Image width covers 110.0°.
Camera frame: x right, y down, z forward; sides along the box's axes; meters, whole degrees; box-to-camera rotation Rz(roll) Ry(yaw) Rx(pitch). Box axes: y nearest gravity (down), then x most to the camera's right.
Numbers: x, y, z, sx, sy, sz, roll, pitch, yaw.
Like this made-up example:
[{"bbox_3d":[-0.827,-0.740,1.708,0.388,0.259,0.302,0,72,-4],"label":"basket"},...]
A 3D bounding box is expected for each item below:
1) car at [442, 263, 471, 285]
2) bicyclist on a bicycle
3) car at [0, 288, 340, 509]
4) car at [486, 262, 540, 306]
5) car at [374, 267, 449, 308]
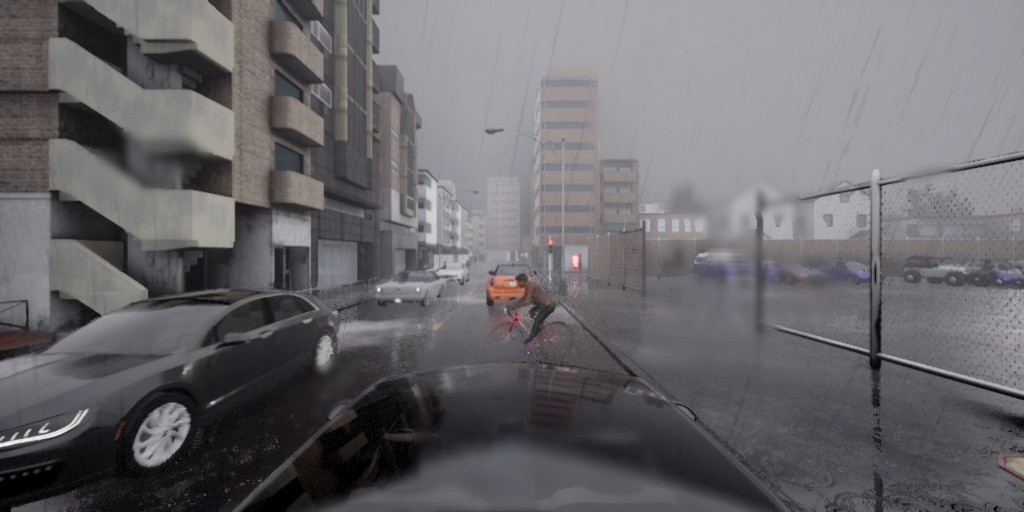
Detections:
[{"bbox_3d":[-4.097,1.196,24.981,1.812,1.442,4.674,0,0,0],"label":"car"},{"bbox_3d":[0.371,1.166,6.983,1.656,1.620,0.582,-2,0,-1],"label":"bicyclist on a bicycle"},{"bbox_3d":[-4.116,1.245,4.781,1.837,1.490,4.892,0,0,0],"label":"car"},{"bbox_3d":[0.039,1.055,15.666,2.097,1.767,4.553,0,0,0],"label":"car"},{"bbox_3d":[-4.140,1.304,15.211,1.895,1.301,4.718,0,0,0],"label":"car"}]
